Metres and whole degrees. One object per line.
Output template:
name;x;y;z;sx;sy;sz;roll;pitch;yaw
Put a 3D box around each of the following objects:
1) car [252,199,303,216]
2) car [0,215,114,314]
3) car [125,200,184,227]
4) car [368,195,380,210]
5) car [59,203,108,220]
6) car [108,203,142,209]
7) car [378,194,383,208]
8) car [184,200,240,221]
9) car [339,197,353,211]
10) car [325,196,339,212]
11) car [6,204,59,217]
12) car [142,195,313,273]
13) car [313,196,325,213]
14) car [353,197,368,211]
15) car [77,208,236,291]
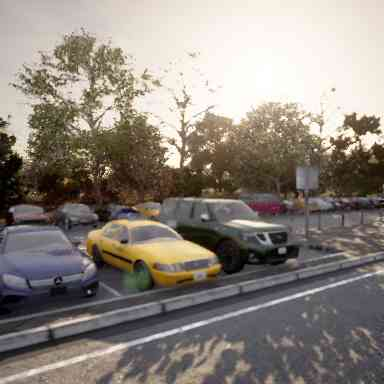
car;8.304;1.454;32.593;2.002;1.452;4.674;0;0;-35
car;-3.766;1.531;7.912;2.002;1.452;4.674;0;0;-36
car;-2.884;1.455;24.382;1.946;1.575;5.366;0;0;-36
car;19.601;1.375;40.656;2.231;1.521;4.892;0;0;-36
car;-7.513;1.477;21.313;2.231;1.521;4.892;0;0;-36
car;-5.268;1.497;22.944;2.163;1.488;4.792;0;0;-36
car;21.839;1.396;42.296;2.163;1.488;4.792;0;0;-36
car;1.543;1.470;27.735;2.163;1.488;4.792;0;0;-36
car;15.061;1.264;37.461;2.185;1.767;4.553;0;0;-36
car;12.822;1.437;35.821;2.002;1.452;4.674;0;0;-36
car;-9.772;1.485;19.699;2.097;1.535;5.008;0;0;-36
car;0.814;1.221;11.144;2.435;2.045;5.566;0;0;-36
car;10.565;1.405;34.206;2.097;1.535;5.008;0;0;-36
car;17.335;1.381;39.053;2.097;1.535;5.008;0;0;-36
car;-1.376;1.479;9.388;1.946;1.575;5.366;0;0;-36
